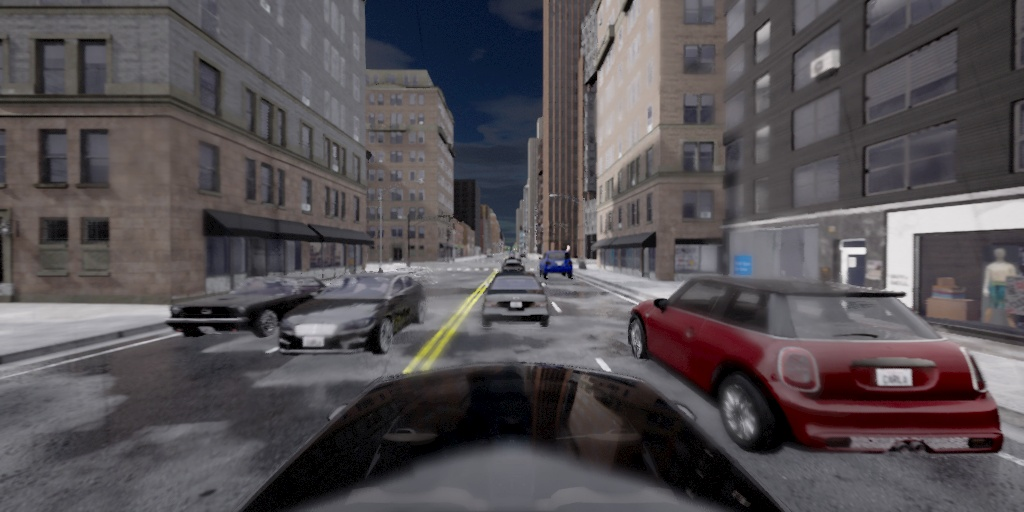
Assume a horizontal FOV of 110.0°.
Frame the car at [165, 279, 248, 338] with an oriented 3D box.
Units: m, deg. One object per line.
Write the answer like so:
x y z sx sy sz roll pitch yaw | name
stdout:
-6.609 1.242 9.958 1.895 1.301 4.718 0 1 0 | car

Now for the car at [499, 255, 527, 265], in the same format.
0.077 0.904 28.482 1.837 1.490 4.892 0 1 0 | car

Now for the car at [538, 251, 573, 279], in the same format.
3.328 0.630 27.818 2.150 2.045 5.566 0 1 0 | car

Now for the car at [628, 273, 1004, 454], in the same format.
3.338 1.055 5.255 2.097 1.767 4.553 0 1 0 | car

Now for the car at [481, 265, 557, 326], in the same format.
0.095 1.175 11.076 2.033 1.411 5.357 0 1 0 | car

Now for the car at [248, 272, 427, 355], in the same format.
-3.356 1.152 8.515 2.128 1.511 4.902 0 1 0 | car
